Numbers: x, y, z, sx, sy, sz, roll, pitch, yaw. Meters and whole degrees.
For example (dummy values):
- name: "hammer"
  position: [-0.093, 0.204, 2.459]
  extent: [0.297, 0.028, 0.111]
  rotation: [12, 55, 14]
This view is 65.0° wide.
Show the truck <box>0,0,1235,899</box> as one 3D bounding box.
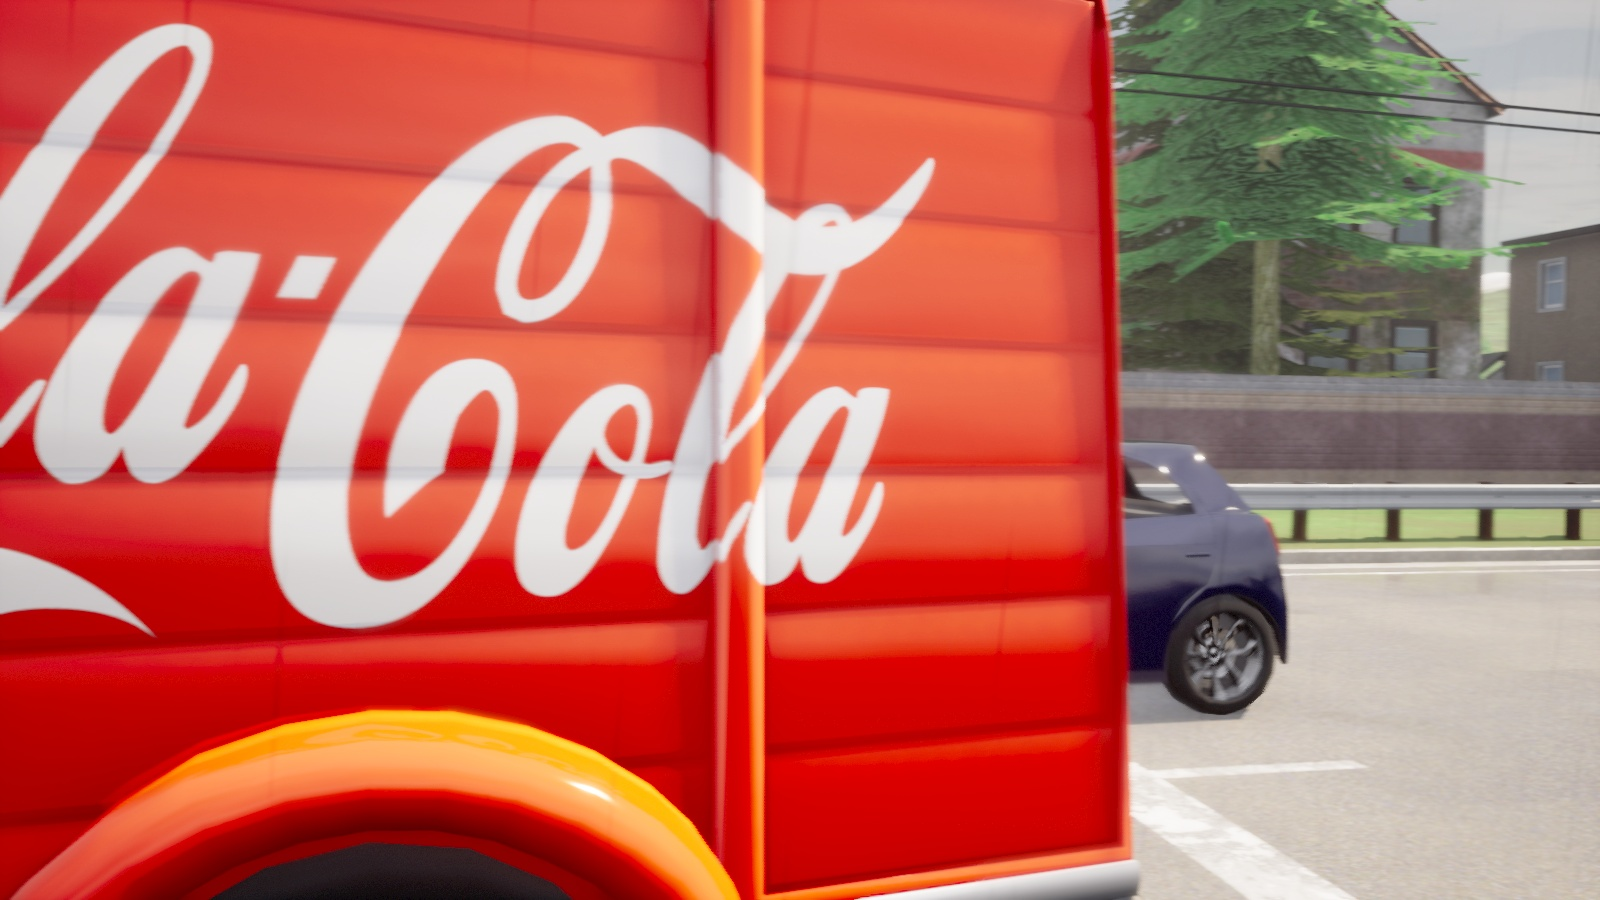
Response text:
- name: "truck"
  position: [-2.156, 0.286, 2.371]
  extent: [5.204, 2.467, 2.627]
  rotation: [-1, 1, -23]

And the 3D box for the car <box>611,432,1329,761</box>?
- name: "car"
  position: [0.842, 0.667, 7.185]
  extent: [3.633, 1.501, 1.845]
  rotation: [-1, 1, -14]
